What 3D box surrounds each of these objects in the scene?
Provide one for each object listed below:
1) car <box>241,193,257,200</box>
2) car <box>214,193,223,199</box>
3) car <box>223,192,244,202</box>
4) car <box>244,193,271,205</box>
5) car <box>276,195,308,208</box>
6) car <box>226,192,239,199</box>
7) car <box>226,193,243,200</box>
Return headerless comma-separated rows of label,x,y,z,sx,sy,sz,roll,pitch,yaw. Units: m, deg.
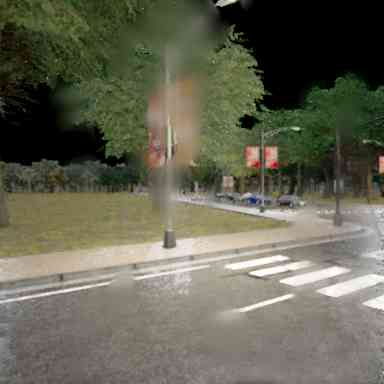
car,11.896,0.877,69.965,1.812,1.442,4.674,0,0,-12
car,6.582,0.906,79.165,1.895,1.301,4.718,0,0,-12
car,7.725,0.964,58.499,2.128,1.511,4.902,0,1,-12
car,9.801,1.027,48.579,1.882,1.535,5.008,0,1,-12
car,11.762,1.116,39.380,2.128,1.511,4.902,0,1,-12
car,9.725,0.810,80.004,1.812,1.442,4.674,0,0,-12
car,8.783,0.903,68.985,2.128,1.511,4.902,0,0,-12
